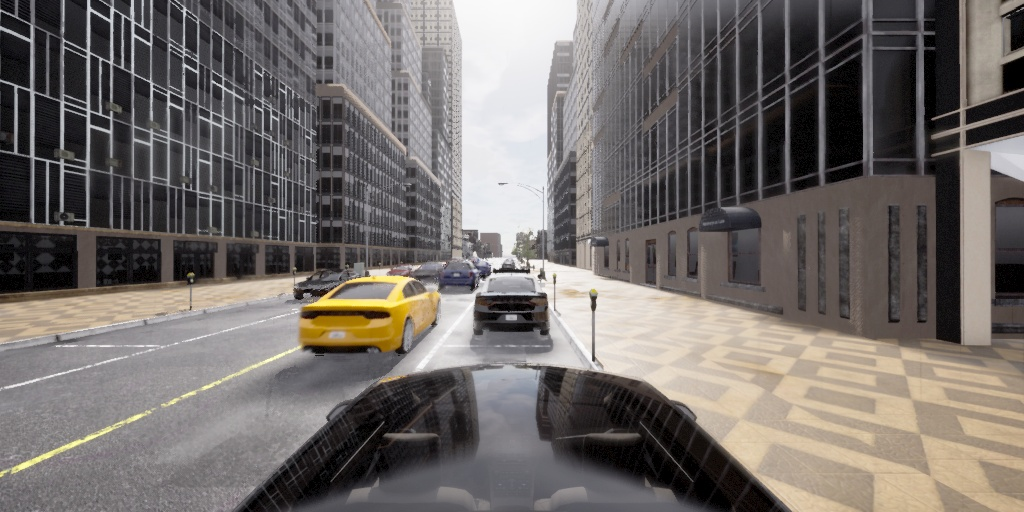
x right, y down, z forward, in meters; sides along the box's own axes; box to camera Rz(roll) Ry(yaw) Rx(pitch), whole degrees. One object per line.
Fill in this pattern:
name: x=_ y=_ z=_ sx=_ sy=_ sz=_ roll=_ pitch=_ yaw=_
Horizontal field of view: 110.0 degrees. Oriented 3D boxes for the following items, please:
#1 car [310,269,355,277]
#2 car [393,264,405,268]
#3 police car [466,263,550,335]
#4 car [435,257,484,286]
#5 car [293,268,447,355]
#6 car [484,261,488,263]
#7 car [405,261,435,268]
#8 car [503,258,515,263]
car: x=-8.836 y=1.313 z=17.650 sx=1.948 sy=1.339 sz=4.313 roll=0 pitch=0 yaw=0
car: x=-8.835 y=1.325 z=29.033 sx=1.802 sy=1.307 sz=4.207 roll=0 pitch=0 yaw=0
police car: x=-0.012 y=1.174 z=10.609 sx=1.930 sy=1.638 sz=5.238 roll=0 pitch=0 yaw=0
car: x=-3.146 y=1.097 z=22.406 sx=2.097 sy=1.767 sz=4.553 roll=0 pitch=0 yaw=0
car: x=-3.047 y=1.227 z=8.735 sx=1.882 sy=1.535 sz=5.008 roll=0 pitch=0 yaw=0
car: x=-3.051 y=1.264 z=36.216 sx=1.812 sy=1.442 sz=4.674 roll=0 pitch=0 yaw=0
car: x=-6.246 y=1.291 z=27.584 sx=2.033 sy=1.411 sz=5.357 roll=0 pitch=0 yaw=0
car: x=-0.455 y=1.298 z=46.099 sx=1.948 sy=1.339 sz=4.313 roll=0 pitch=0 yaw=0
